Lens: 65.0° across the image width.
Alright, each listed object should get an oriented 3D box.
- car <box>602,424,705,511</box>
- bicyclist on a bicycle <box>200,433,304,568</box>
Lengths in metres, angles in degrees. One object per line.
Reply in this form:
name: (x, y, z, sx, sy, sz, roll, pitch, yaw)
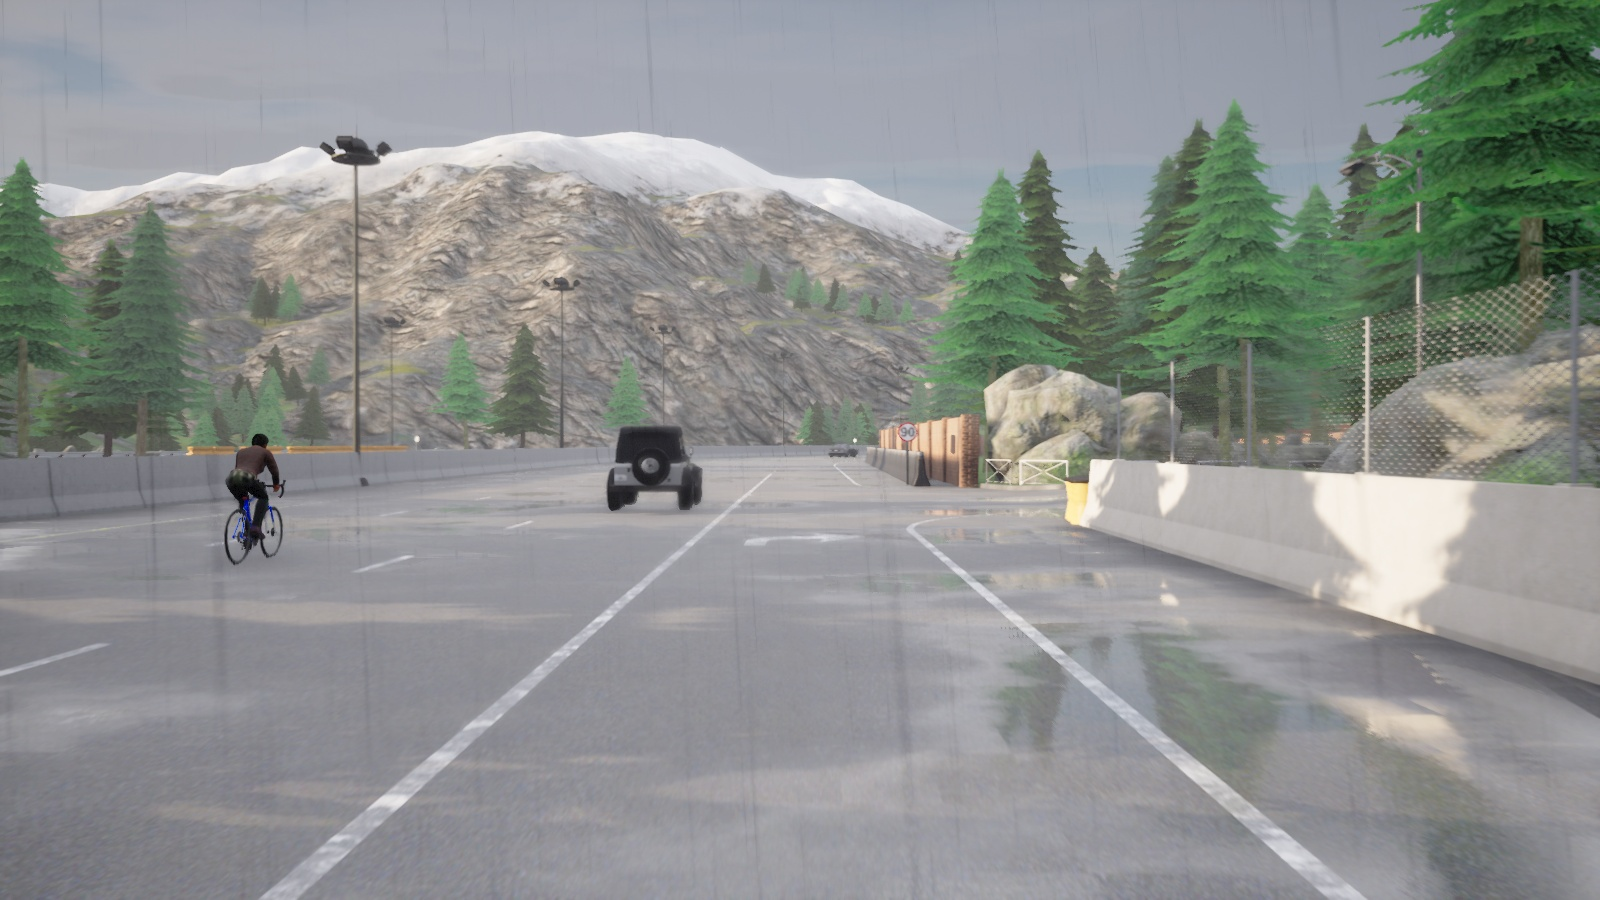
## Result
car: (-3.319, 0.375, 29.152, 1.905, 1.878, 3.866, 0, 0, 0)
bicyclist on a bicycle: (-6.894, 0.604, 15.875, 0.582, 1.620, 1.656, 0, 0, 0)
